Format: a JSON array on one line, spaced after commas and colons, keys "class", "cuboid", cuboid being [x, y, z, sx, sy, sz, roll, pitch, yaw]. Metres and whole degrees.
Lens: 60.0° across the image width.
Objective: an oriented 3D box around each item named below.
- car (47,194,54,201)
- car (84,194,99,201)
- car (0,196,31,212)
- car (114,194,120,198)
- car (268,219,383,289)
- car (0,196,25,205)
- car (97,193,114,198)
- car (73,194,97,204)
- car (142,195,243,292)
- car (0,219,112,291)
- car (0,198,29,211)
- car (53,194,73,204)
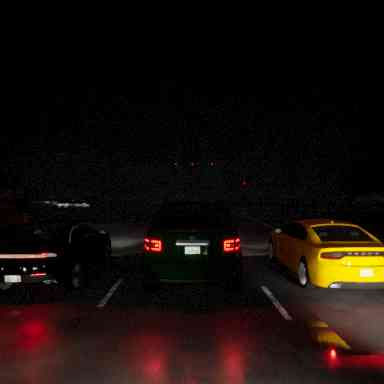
[{"class": "car", "cuboid": [-29.129, 1.174, 70.632, 1.882, 1.535, 5.008, 0, 0, -1]}, {"class": "car", "cuboid": [-22.180, 1.158, 73.680, 1.882, 1.535, 5.008, 0, 0, -1]}, {"class": "car", "cuboid": [-18.091, 1.447, 33.339, 2.033, 1.411, 5.357, 0, 0, -1]}, {"class": "car", "cuboid": [-18.802, 1.182, 80.609, 2.033, 1.411, 5.357, 0, 0, -1]}, {"class": "car", "cuboid": [3.477, 1.469, 9.143, 1.882, 1.535, 5.008, 0, 0, 0]}, {"class": "car", "cuboid": [-28.913, 1.352, 53.645, 1.994, 1.385, 4.181, 0, 0, -1]}, {"class": "car", "cuboid": [-18.630, 1.051, 70.786, 2.097, 1.767, 4.553, 0, 0, -1]}, {"class": "car", "cuboid": [-18.478, 1.331, 57.437, 1.994, 1.385, 4.181, 0, 0, -1]}, {"class": "car", "cuboid": [-0.011, 1.213, 9.089, 2.150, 2.045, 5.566, 0, 0, 0]}, {"class": "car", "cuboid": [-3.519, 1.483, 8.945, 2.128, 1.511, 4.902, 0, 0, 0]}, {"class": "car", "cuboid": [-21.707, 1.427, 40.158, 1.994, 1.385, 4.181, 0, 0, -1]}, {"class": "car", "cuboid": [-21.976, 1.328, 58.087, 1.994, 1.385, 4.181, 0, 0, -1]}]
